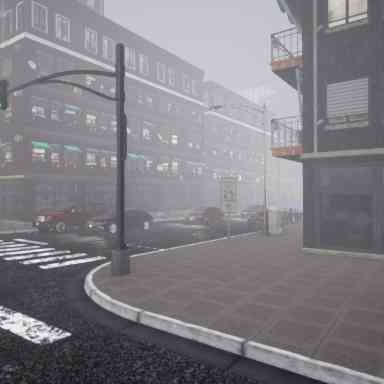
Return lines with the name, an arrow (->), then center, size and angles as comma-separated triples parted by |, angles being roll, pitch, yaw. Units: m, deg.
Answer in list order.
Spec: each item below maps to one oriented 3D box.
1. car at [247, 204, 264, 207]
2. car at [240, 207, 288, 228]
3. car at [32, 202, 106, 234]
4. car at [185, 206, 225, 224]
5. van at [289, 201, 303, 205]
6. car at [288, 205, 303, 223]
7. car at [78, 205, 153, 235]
car -> 7.270, 2.189, 38.280 | 1.837, 1.490, 4.892 | 0, -1, 36
car -> 5.758, 2.048, 26.174 | 1.802, 1.307, 4.206 | -2, -2, 35
car -> -7.647, 1.603, 21.641 | 2.192, 1.841, 5.009 | -1, -2, 35
car -> 1.294, 2.020, 29.803 | 1.812, 1.442, 4.674 | 0, -1, 35
van -> 18.527, 2.463, 58.822 | 1.690, 1.788, 3.998 | -2, -2, 35
car -> 9.030, 2.120, 30.824 | 2.008, 1.369, 4.403 | -2, -2, 35
car -> -4.561, 1.814, 21.500 | 1.837, 1.490, 4.892 | 0, -1, 35
